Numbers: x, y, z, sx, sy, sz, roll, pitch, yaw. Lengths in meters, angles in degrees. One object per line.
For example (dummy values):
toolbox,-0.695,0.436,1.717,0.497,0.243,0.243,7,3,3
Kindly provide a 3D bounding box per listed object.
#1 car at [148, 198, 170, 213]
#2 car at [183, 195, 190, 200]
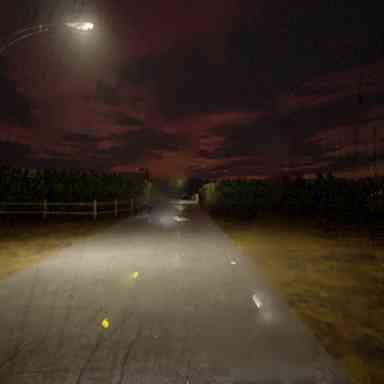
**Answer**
car,-3.309,1.335,33.819,1.895,1.301,4.718,-1,0,-1
car,-1.487,1.435,87.605,1.994,1.385,4.181,-1,-1,-1
